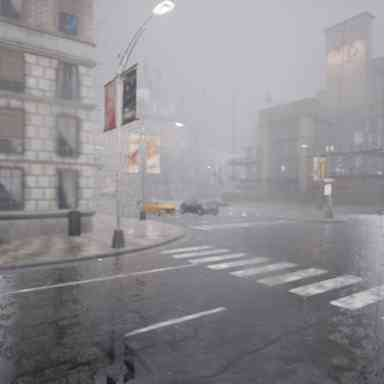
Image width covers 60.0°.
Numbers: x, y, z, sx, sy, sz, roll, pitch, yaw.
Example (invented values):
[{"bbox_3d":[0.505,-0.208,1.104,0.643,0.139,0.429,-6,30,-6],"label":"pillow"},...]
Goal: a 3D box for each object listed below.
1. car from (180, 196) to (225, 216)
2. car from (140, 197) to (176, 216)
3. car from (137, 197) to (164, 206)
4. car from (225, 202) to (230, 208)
[{"bbox_3d":[0.771,1.414,33.498,2.097,1.767,4.553,0,0,-36],"label":"car"},{"bbox_3d":[-3.460,1.529,33.376,1.882,1.535,5.008,0,0,-36],"label":"car"},{"bbox_3d":[-7.248,1.612,57.910,4.674,1.442,1.812,0,0,39],"label":"car"},{"bbox_3d":[3.421,1.699,49.749,1.895,1.301,4.718,0,0,-36],"label":"car"}]
